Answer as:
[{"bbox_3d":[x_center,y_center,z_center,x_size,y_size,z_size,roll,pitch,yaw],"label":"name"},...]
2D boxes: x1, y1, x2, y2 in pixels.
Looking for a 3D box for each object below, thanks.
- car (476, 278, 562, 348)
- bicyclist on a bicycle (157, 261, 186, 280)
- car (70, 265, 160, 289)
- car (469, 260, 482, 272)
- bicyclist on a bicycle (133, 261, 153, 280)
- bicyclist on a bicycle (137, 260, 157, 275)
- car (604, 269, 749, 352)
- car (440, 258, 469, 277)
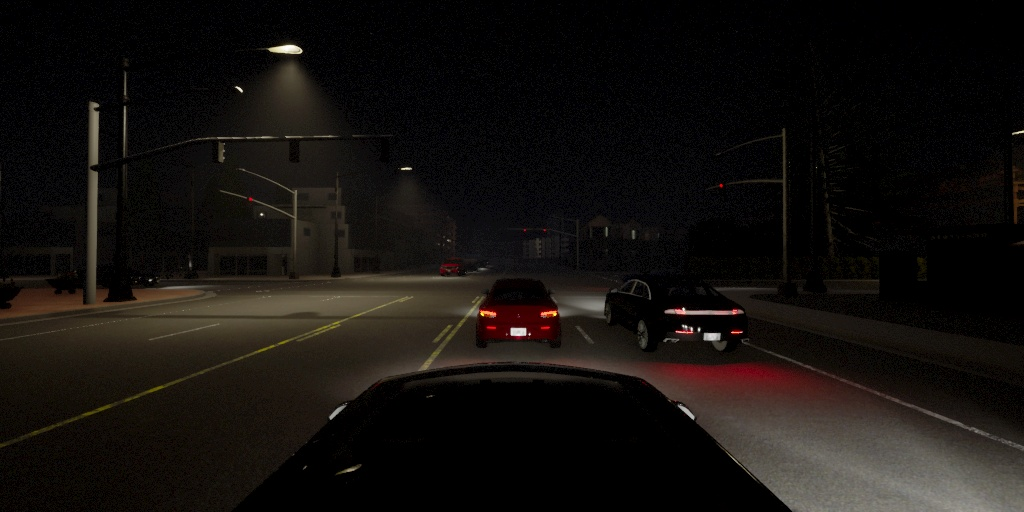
[{"bbox_3d":[0.165,1.288,9.140,1.812,1.442,4.674,0,0,1],"label":"car"},{"bbox_3d":[-29.288,1.231,31.026,1.656,1.620,0.582,1,-1,-22],"label":"bicyclist on a bicycle"},{"bbox_3d":[-25.857,1.332,23.292,4.892,1.490,1.837,0,-1,1],"label":"car"},{"bbox_3d":[-6.402,1.693,56.094,2.033,1.411,5.357,0,0,1],"label":"car"},{"bbox_3d":[-32.653,1.244,31.748,1.656,1.620,0.582,0,0,19],"label":"bicyclist on a bicycle"},{"bbox_3d":[-31.206,1.150,31.246,1.656,1.620,0.582,21,7,-25],"label":"bicyclist on a bicycle"},{"bbox_3d":[3.655,1.250,8.895,2.128,1.511,4.902,0,0,1],"label":"car"},{"bbox_3d":[-6.607,1.267,40.625,2.150,2.045,5.566,0,-1,1],"label":"car"}]
